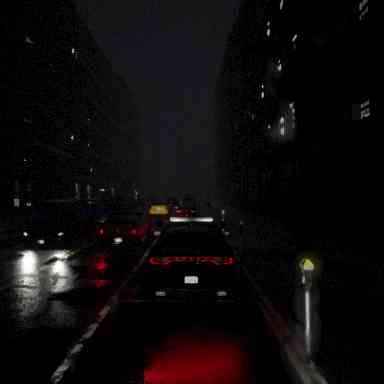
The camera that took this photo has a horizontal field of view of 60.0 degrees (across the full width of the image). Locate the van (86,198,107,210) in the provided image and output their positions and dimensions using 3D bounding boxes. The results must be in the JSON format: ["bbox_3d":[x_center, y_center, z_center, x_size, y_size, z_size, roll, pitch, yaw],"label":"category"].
[{"bbox_3d":[-8.314,1.368,26.285,1.690,1.788,3.998,1,0,0],"label":"van"}]

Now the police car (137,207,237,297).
[{"bbox_3d":[-0.012,1.430,8.763,1.930,1.638,5.238,0,0,0],"label":"police car"}]

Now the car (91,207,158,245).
[{"bbox_3d":[-2.917,1.612,15.467,1.895,1.301,4.718,0,0,0],"label":"car"}]

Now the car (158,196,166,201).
[{"bbox_3d":[-8.326,1.847,92.652,1.802,1.307,4.206,1,0,0],"label":"car"}]

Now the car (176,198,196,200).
[{"bbox_3d":[-0.438,1.582,31.754,1.887,1.381,4.507,1,0,0],"label":"car"}]

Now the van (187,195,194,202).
[{"bbox_3d":[-0.474,1.575,87.068,1.690,1.788,3.998,1,0,0],"label":"van"}]

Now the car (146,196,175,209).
[{"bbox_3d":[-3.022,1.496,32.624,1.801,1.575,5.366,0,0,0],"label":"car"}]

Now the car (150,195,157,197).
[{"bbox_3d":[-8.318,1.471,70.528,2.192,1.841,5.009,1,0,0],"label":"car"}]

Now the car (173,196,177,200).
[{"bbox_3d":[-2.923,1.433,49.609,2.097,1.767,4.553,0,0,0],"label":"car"}]

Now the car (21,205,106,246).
[{"bbox_3d":[-5.870,1.559,15.636,2.033,1.411,5.357,0,0,0],"label":"car"}]

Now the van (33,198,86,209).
[{"bbox_3d":[-8.312,1.359,20.753,1.690,1.788,3.998,2,0,0],"label":"van"}]

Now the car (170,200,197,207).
[{"bbox_3d":[-0.438,1.572,26.224,1.887,1.381,4.507,1,0,0],"label":"car"}]

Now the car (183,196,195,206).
[{"bbox_3d":[-0.473,1.553,59.411,1.967,1.590,4.097,1,0,0],"label":"car"}]

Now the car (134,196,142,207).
[{"bbox_3d":[-8.314,1.379,42.876,2.192,1.841,5.009,1,0,0],"label":"car"}]

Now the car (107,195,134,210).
[{"bbox_3d":[-8.314,1.365,37.346,2.192,1.841,5.009,1,0,0],"label":"car"}]

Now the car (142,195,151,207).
[{"bbox_3d":[-8.322,1.660,53.938,1.947,1.339,4.313,1,0,0],"label":"car"}]

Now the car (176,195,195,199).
[{"bbox_3d":[-0.429,1.490,37.286,1.967,1.590,4.097,1,0,0],"label":"car"}]

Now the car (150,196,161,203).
[{"bbox_3d":[-8.324,1.725,76.059,1.887,1.381,4.507,1,0,0],"label":"car"}]

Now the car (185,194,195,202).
[{"bbox_3d":[-0.473,1.521,81.536,2.192,1.841,5.009,1,0,0],"label":"car"}]
